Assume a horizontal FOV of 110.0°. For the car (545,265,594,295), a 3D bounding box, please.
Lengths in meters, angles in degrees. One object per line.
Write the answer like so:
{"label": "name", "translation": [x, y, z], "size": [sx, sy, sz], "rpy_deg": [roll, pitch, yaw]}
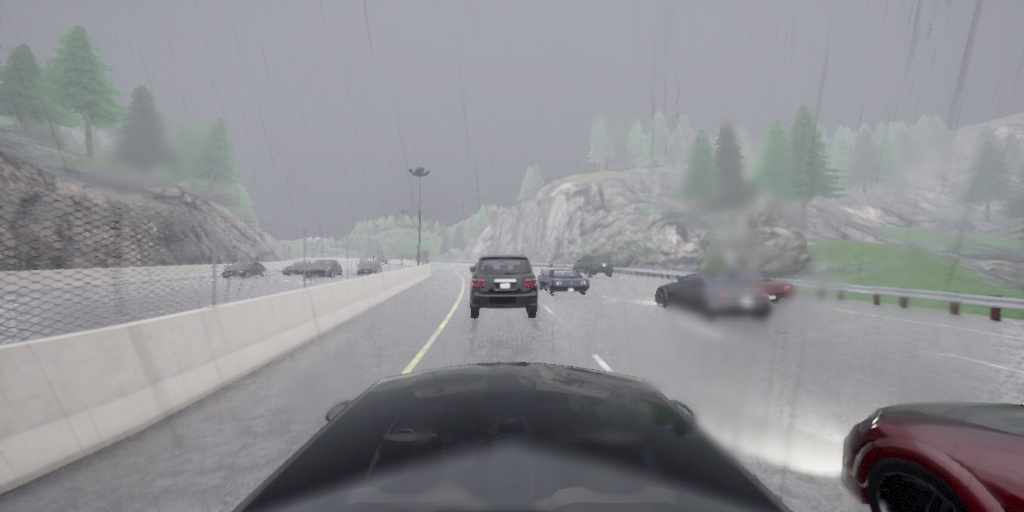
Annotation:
{"label": "car", "translation": [2.610, 1.331, 19.402], "size": [1.895, 1.301, 4.718], "rpy_deg": [0, 0, -6]}

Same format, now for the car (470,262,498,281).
{"label": "car", "translation": [-2.563, 1.278, 31.757], "size": [2.033, 1.411, 5.357], "rpy_deg": [0, 0, -10]}

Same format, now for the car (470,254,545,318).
{"label": "car", "translation": [-0.378, 0.963, 13.177], "size": [2.150, 2.045, 5.566], "rpy_deg": [0, 0, -4]}

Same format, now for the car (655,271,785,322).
{"label": "car", "translation": [6.656, 1.291, 12.330], "size": [1.994, 1.385, 4.181], "rpy_deg": [0, 0, -3]}

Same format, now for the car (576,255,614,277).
{"label": "car", "translation": [7.656, 0.929, 34.124], "size": [2.150, 2.045, 5.566], "rpy_deg": [0, 0, -10]}

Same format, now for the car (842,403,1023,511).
{"label": "car", "translation": [3.517, 1.307, 0.985], "size": [1.994, 1.385, 4.181], "rpy_deg": [0, 0, 0]}

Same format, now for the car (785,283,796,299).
{"label": "car", "translation": [9.925, 1.318, 16.117], "size": [1.895, 1.301, 4.718], "rpy_deg": [0, 0, -4]}

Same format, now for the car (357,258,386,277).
{"label": "car", "translation": [-14.389, 1.258, 36.543], "size": [1.837, 1.490, 4.892], "rpy_deg": [0, 0, -12]}

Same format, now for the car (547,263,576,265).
{"label": "car", "translation": [4.108, 1.316, 34.090], "size": [1.895, 1.301, 4.718], "rpy_deg": [0, 0, -10]}

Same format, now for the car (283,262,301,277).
{"label": "car", "translation": [-21.568, 1.314, 36.809], "size": [2.033, 1.411, 5.357], "rpy_deg": [0, 0, -12]}

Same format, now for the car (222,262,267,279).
{"label": "car", "translation": [-24.344, 1.282, 32.820], "size": [1.837, 1.490, 4.892], "rpy_deg": [0, 0, -11]}

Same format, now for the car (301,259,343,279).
{"label": "car", "translation": [-17.290, 1.113, 33.206], "size": [2.097, 1.767, 4.553], "rpy_deg": [0, 0, -11]}
